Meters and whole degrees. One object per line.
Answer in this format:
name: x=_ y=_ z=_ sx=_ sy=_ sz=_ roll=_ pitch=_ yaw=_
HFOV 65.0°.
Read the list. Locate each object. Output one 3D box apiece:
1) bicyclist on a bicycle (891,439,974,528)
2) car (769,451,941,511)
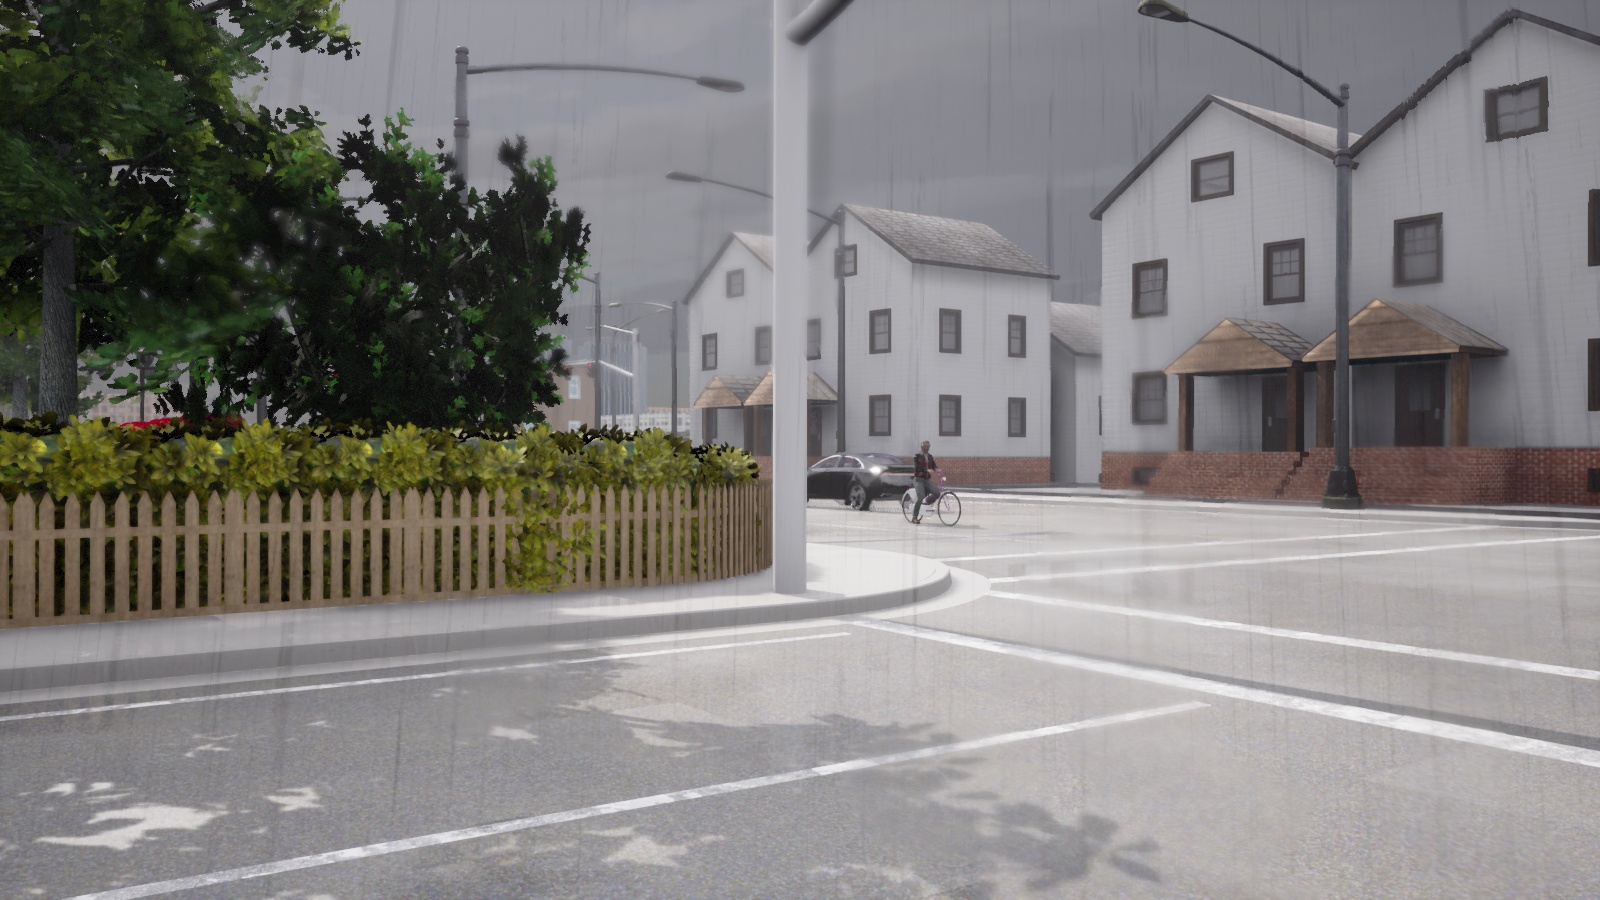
bicyclist on a bicycle: x=2.718 y=0.672 z=25.906 sx=0.659 sy=1.776 sz=1.843 roll=0 pitch=0 yaw=-35
car: x=1.391 y=0.780 z=33.988 sx=2.128 sy=1.511 sz=4.902 roll=0 pitch=0 yaw=-35
